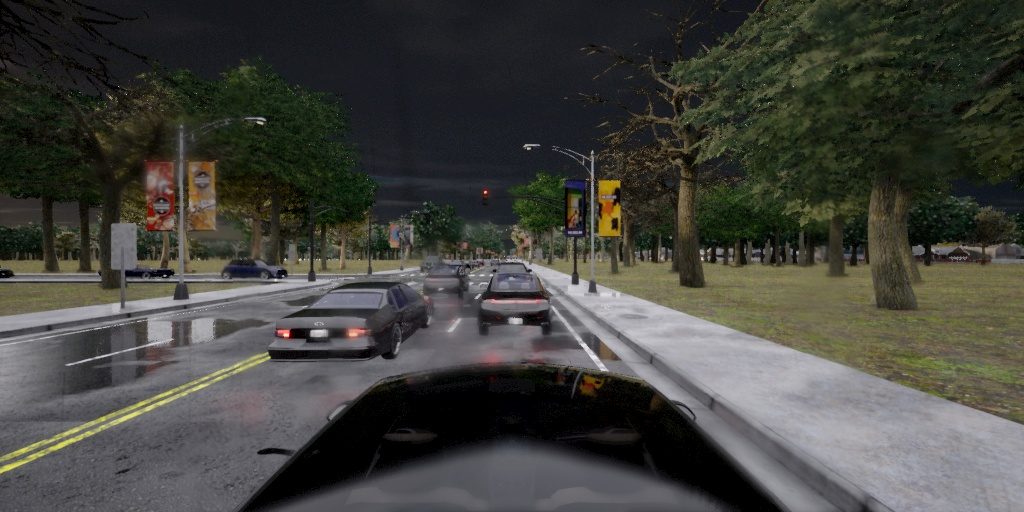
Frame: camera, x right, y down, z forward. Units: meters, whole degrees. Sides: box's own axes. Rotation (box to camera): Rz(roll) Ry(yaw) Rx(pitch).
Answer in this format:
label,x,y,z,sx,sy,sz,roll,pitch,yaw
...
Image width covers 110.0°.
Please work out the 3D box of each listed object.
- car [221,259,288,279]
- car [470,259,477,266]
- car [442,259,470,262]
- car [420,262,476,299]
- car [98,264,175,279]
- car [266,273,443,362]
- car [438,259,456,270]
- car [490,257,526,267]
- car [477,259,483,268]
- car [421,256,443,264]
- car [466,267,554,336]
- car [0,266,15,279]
label,x,y,z,sx,sy,sz,roll,pitch,yaw
car,-21.317,1.088,29.875,4.553,1.767,2.097,0,0,-1
car,-6.727,1.374,53.257,1.895,1.301,4.718,0,0,0
car,-6.707,1.313,43.669,2.033,1.411,5.357,0,0,0
car,-3.181,1.245,18.049,2.128,1.511,4.902,0,0,-2
car,-31.091,1.325,29.839,4.718,1.301,1.895,0,0,0
car,-3.157,1.298,8.302,2.033,1.411,5.357,0,0,-1
car,-9.980,1.253,55.440,1.882,1.535,5.008,0,0,0
car,0.017,1.106,19.389,2.097,1.767,4.553,0,0,0
car,-6.722,1.349,63.269,1.994,1.385,4.181,0,0,1
car,-9.948,0.989,45.454,2.150,2.045,5.566,0,0,0
car,0.079,1.243,10.415,2.128,1.511,4.902,0,0,0
car,-44.711,1.214,29.825,4.892,1.490,1.837,1,0,0
